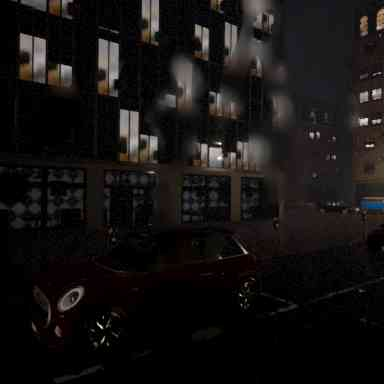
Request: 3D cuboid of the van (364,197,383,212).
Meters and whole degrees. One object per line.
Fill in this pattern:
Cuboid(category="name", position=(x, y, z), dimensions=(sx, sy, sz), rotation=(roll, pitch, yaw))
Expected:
Cuboid(category="van", position=(22.087, 1.525, 39.583), dimensions=(1.690, 1.788, 3.998), rotation=(0, -1, -35))

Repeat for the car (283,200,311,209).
Cuboid(category="car", position=(15.654, 1.787, 48.834), dimensions=(1.752, 1.417, 4.829), rotation=(0, -1, -35))

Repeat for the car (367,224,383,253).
Cuboid(category="car", position=(8.370, 1.567, 12.524), dimensions=(4.313, 1.339, 1.947), rotation=(0, 1, -36))

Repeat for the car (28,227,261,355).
Cuboid(category="car", position=(-0.703, 1.441, 6.045), dimensions=(4.097, 1.590, 1.967), rotation=(0, 1, -36))

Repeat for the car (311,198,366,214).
Cuboid(category="car", position=(15.202, 1.620, 34.801), dimensions=(2.008, 1.369, 4.403), rotation=(0, -1, -35))
